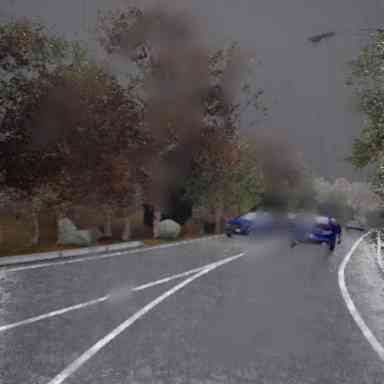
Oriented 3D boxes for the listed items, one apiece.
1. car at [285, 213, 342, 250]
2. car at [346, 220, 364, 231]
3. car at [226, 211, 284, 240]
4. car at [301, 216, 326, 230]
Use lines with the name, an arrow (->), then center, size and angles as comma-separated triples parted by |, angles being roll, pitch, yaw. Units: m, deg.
car -> 6.275, 1.870, 16.558 | 1.882, 1.535, 5.008 | 1, -2, 28
car -> 21.547, 4.461, 44.068 | 1.994, 1.385, 4.181 | 1, -5, 29
car -> 3.661, 1.885, 19.621 | 1.882, 1.535, 5.008 | 1, -3, 30
car -> 13.815, 3.517, 37.576 | 1.812, 1.442, 4.674 | 1, -5, 30
